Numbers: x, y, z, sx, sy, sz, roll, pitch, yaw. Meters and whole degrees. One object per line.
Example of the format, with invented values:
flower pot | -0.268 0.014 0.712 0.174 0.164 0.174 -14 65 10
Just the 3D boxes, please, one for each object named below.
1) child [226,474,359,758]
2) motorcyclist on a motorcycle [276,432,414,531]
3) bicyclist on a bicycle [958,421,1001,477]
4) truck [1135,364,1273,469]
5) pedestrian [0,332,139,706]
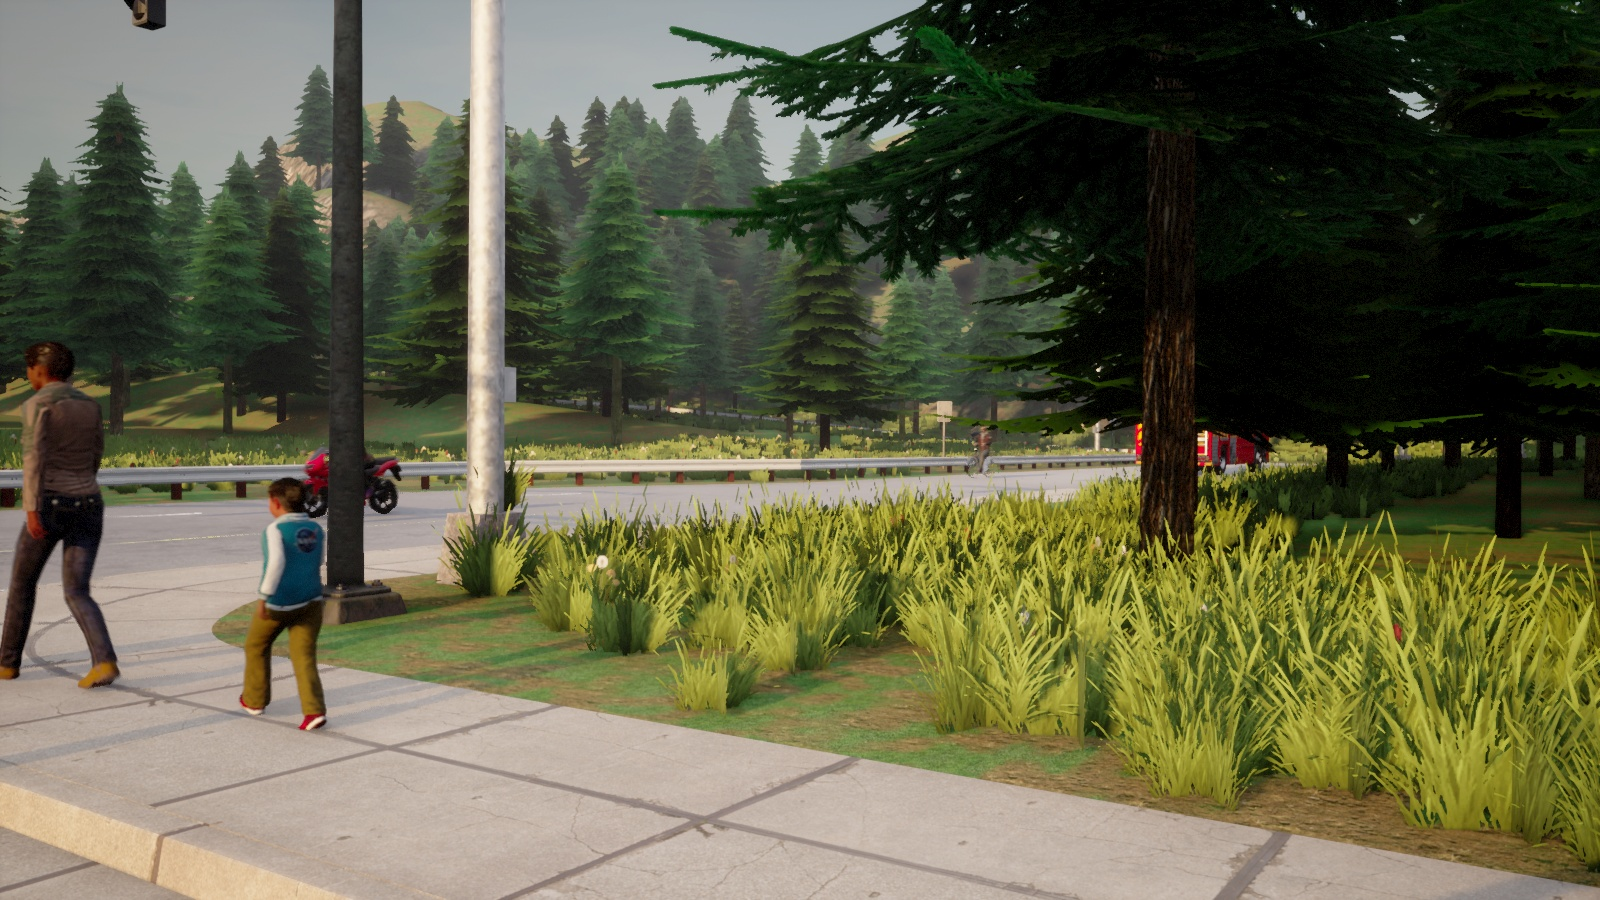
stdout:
child | -2.261 0.711 5.595 0.448 1.192 0.343 0 1 35
motorcyclist on a motorcycle | -7.390 0.474 20.489 0.797 1.523 2.044 0 1 33
bicyclist on a bicycle | 5.878 -0.038 41.020 0.659 1.776 1.843 0 1 34
truck | 16.175 -1.287 49.850 2.891 3.827 8.468 0 1 35
pedestrian | -3.823 0.334 6.389 0.869 1.805 0.328 0 1 25
